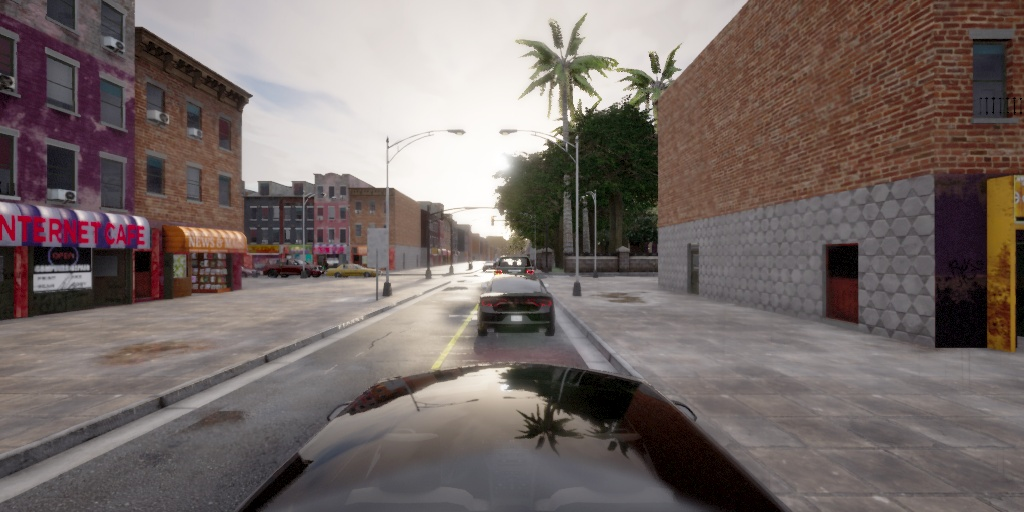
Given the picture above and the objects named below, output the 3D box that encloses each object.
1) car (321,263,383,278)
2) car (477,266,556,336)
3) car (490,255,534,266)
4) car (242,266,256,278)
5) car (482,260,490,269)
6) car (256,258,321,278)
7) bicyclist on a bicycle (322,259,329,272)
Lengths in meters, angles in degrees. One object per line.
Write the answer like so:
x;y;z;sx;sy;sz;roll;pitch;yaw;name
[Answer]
-14.429;1.324;32.956;4.829;1.417;1.751;0;0;0;car
0.102;1.230;10.405;1.882;1.535;5.008;0;0;0;car
0.109;0.980;20.374;2.150;2.045;5.566;0;0;-1;car
-25.503;1.409;32.947;4.207;1.307;1.802;0;0;0;car
-2.842;1.316;47.819;1.812;1.442;4.674;0;0;0;car
-20.051;1.127;32.951;5.009;1.841;2.192;0;0;0;car
-20.131;1.124;38.597;0.582;1.620;1.656;0;0;0;bicyclist on a bicycle
